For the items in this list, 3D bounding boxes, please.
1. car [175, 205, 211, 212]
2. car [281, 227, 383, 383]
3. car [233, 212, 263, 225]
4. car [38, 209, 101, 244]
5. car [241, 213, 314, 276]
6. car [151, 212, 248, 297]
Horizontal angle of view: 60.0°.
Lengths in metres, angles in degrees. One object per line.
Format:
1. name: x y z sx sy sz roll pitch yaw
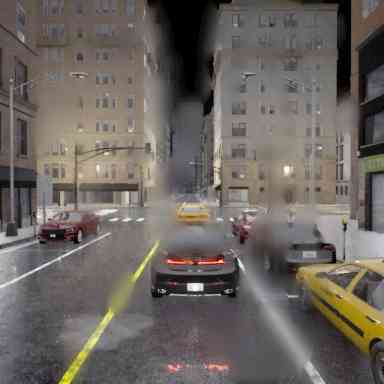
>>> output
1. car: 0.053 1.471 18.973 1.882 1.535 5.008 0 0 1
2. car: 2.868 1.524 4.782 1.752 1.417 4.829 -1 0 0
3. car: 2.883 1.577 15.784 1.802 1.307 4.206 -1 0 0
4. car: -5.662 1.539 15.792 1.887 1.381 4.507 -1 0 0
5. car: 2.876 1.563 10.198 1.947 1.339 4.313 -1 0 0
6. car: 0.073 1.502 8.546 1.837 1.490 4.892 0 0 0
